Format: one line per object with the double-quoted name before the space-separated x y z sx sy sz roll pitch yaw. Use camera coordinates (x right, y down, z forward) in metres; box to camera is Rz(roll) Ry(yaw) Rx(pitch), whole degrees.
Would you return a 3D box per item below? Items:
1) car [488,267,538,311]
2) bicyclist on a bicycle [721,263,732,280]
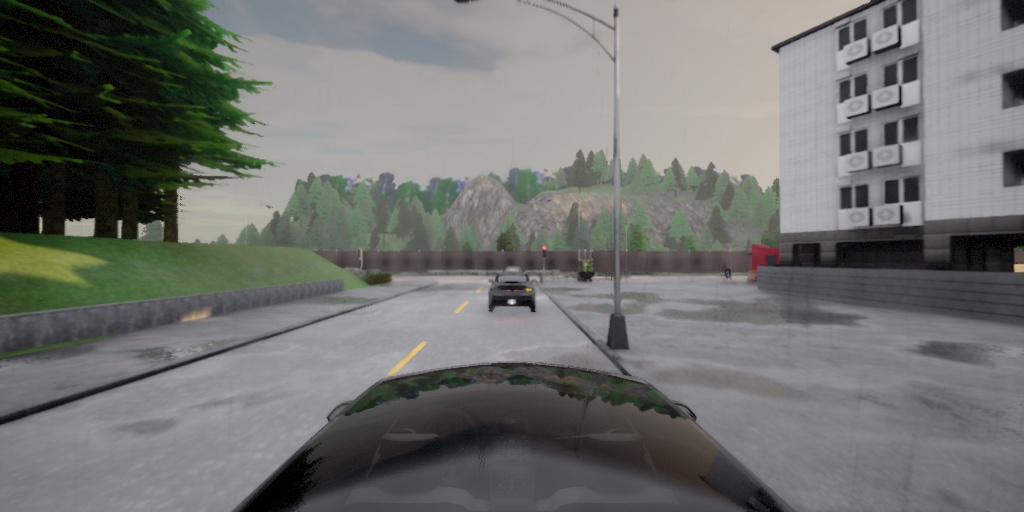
"car" 0.025 1.409 15.319 1.837 1.490 4.892 0 0 1
"bicyclist on a bicycle" 19.989 1.453 33.504 0.582 1.620 1.656 0 -1 0
